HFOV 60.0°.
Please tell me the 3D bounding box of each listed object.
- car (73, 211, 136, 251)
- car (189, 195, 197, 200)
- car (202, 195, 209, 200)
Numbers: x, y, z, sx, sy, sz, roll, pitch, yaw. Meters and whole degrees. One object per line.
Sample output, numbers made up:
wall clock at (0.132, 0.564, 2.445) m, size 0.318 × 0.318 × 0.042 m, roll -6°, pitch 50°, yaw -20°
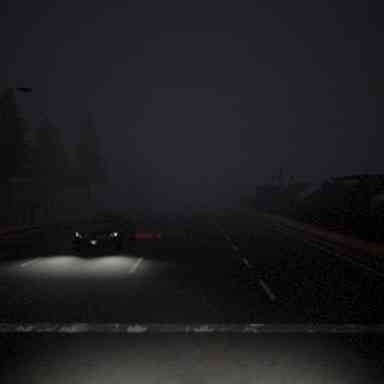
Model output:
car at (-3.588, 1.563, 14.460) m, size 1.812 × 1.442 × 4.674 m, roll 0°, pitch 0°, yaw 0°
car at (0.172, 1.559, 91.778) m, size 1.837 × 1.490 × 4.892 m, roll 0°, pitch 0°, yaw -1°
car at (3.673, 1.596, 91.775) m, size 2.033 × 1.411 × 5.357 m, roll 0°, pitch 0°, yaw -1°
